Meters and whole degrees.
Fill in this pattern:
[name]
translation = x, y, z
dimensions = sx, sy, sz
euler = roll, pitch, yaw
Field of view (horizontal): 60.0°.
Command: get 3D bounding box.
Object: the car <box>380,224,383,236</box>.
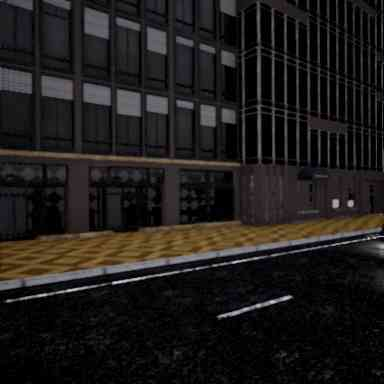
[car]
translation = 11.046, 1.488, 15.797
dimensions = 5.357, 1.411, 2.033
euler = 0, 0, -37
